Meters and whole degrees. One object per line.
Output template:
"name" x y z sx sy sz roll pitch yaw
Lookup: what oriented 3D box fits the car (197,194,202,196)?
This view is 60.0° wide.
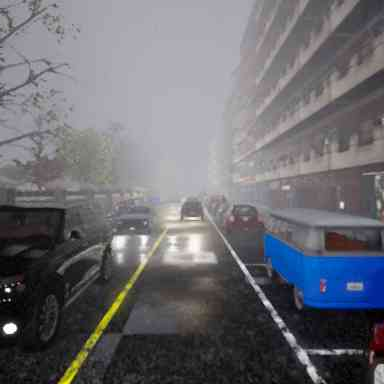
"car" 0.098 1.378 46.925 1.882 1.535 5.008 0 0 0

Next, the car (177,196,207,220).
"car" 0.037 1.412 27.776 1.882 1.535 5.008 0 0 1

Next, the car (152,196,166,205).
"car" -5.674 1.438 58.023 2.008 1.369 4.403 0 0 0

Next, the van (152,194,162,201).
"van" -5.676 1.242 46.763 1.690 1.788 3.998 0 0 0

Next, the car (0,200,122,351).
"car" -3.097 1.206 6.519 2.150 2.045 5.566 0 0 0

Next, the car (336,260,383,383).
"car" 2.694 1.540 1.719 1.887 1.381 4.507 0 0 0

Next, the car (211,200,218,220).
"car" 2.699 1.492 24.241 2.008 1.369 4.403 0 0 0

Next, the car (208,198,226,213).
"car" 2.700 1.475 29.870 1.887 1.381 4.507 0 0 0

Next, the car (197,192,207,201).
"car" 2.414 1.100 79.391 2.150 2.045 5.566 0 0 0

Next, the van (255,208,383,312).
"van" 2.696 1.321 7.350 1.690 1.788 3.998 0 0 0

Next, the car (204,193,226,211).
"car" 2.702 1.234 35.500 2.192 1.841 5.009 0 0 0

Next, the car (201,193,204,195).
"car" 2.706 1.333 52.390 1.967 1.590 4.097 0 0 0

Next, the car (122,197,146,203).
"car" -5.680 1.370 29.873 1.967 1.590 4.097 0 0 0

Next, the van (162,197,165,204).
"van" -5.674 1.234 52.392 1.690 1.788 3.998 0 0 0

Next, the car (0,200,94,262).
"car" -5.684 1.282 12.982 2.192 1.841 5.009 0 0 0

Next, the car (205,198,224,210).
"car" 2.703 1.460 41.131 2.008 1.369 4.403 0 0 0

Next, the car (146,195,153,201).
"car" -5.678 1.360 35.502 1.967 1.590 4.097 0 0 0

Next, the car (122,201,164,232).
"car" -3.076 1.498 19.814 2.033 1.411 5.357 0 0 0

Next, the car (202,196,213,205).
"car" 2.707 1.469 58.022 1.802 1.307 4.206 0 0 0

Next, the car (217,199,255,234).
"car" 2.698 1.394 18.610 1.967 1.590 4.097 0 0 0

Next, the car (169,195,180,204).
"car" -2.999 1.428 63.216 2.033 1.411 5.357 0 0 1

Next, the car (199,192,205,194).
"car" 2.708 1.197 63.650 2.192 1.841 5.009 0 0 0
